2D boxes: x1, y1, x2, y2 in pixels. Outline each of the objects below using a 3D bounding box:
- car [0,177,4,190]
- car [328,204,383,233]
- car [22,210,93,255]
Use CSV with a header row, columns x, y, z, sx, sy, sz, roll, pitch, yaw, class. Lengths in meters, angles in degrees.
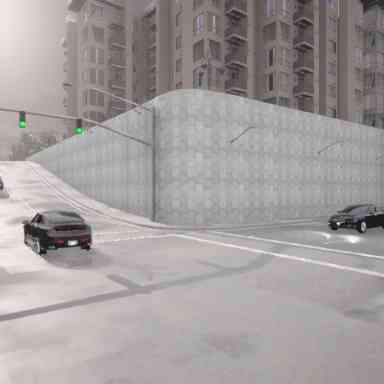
x,y,z,sx,sy,sz,roll,pitch,yaw,class
-20.896,-1.191,34.858,2.033,1.411,5.357,0,12,-36,car
10.056,1.505,19.773,4.892,1.490,1.837,0,0,-36,car
-5.568,1.519,13.535,1.837,1.490,4.892,0,0,-36,car
